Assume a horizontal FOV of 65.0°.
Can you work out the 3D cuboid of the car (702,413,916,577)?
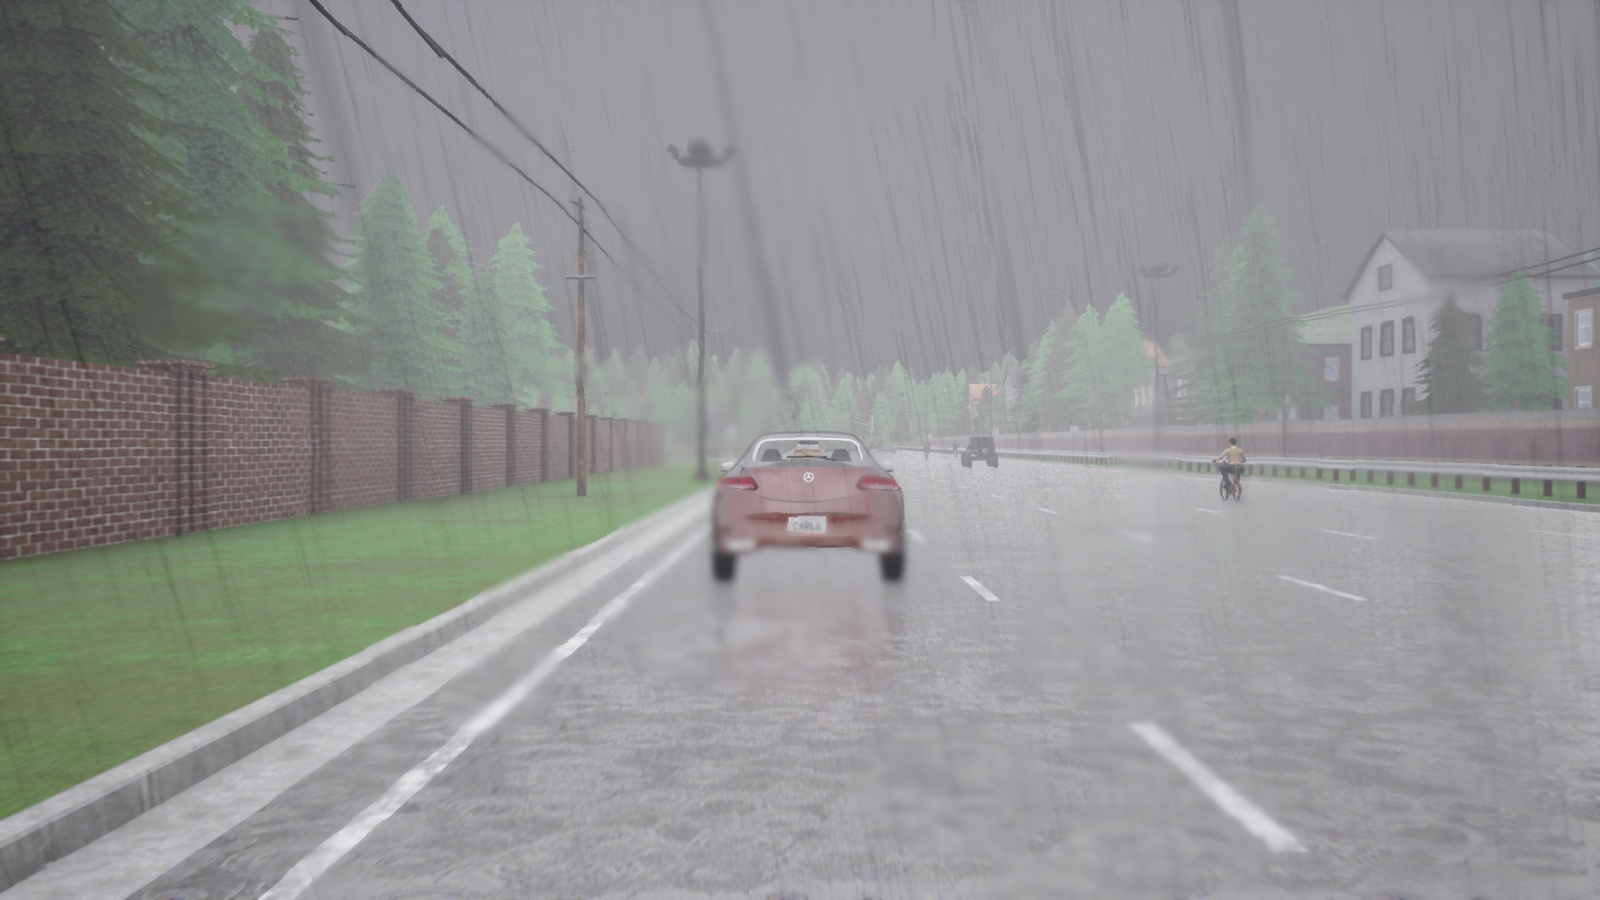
[{"bbox_3d":[0.102,0.440,15.179,2.152,1.651,5.027,0,0,0],"label":"car"}]

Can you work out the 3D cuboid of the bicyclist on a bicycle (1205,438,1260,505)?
[{"bbox_3d":[10.688,0.516,31.091,0.866,1.612,1.509,0,0,1],"label":"bicyclist on a bicycle"}]

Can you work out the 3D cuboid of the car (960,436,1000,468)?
[{"bbox_3d":[10.954,0.119,76.650,1.905,1.878,3.866,0,0,0],"label":"car"}]
